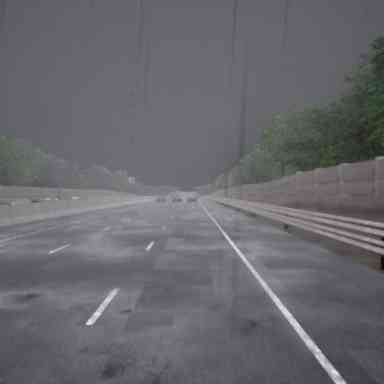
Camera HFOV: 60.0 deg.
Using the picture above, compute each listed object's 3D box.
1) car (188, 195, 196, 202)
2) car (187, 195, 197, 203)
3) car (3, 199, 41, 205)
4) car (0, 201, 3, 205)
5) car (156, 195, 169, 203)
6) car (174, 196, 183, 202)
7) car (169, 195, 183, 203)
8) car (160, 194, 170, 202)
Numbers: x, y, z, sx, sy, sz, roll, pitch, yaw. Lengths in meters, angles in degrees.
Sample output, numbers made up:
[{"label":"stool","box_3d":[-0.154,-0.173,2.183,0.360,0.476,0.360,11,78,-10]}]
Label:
[{"label":"car","box_3d":[0.029,1.679,86.775,1.882,1.535,5.008,0,0,0]},{"label":"car","box_3d":[0.026,1.583,76.745,2.097,1.767,4.553,0,0,0]},{"label":"car","box_3d":[-17.556,1.519,35.436,1.882,1.535,5.008,0,0,0]},{"label":"car","box_3d":[-21.056,1.641,35.248,1.895,1.301,4.718,0,0,0]},{"label":"car","box_3d":[-6.974,1.578,75.914,2.097,1.767,4.553,0,0,0]},{"label":"car","box_3d":[-3.471,1.754,86.776,1.994,1.385,4.181,0,0,0]},{"label":"car","box_3d":[-3.474,1.582,76.712,2.097,1.767,4.553,0,0,0]},{"label":"car","box_3d":[-6.972,1.530,85.916,2.097,1.767,4.553,0,0,0]}]
